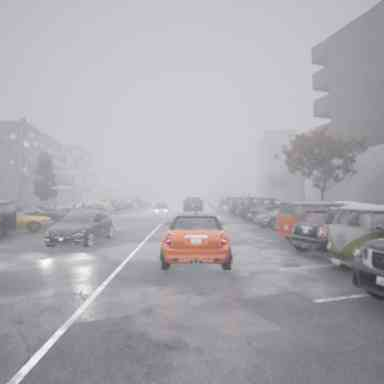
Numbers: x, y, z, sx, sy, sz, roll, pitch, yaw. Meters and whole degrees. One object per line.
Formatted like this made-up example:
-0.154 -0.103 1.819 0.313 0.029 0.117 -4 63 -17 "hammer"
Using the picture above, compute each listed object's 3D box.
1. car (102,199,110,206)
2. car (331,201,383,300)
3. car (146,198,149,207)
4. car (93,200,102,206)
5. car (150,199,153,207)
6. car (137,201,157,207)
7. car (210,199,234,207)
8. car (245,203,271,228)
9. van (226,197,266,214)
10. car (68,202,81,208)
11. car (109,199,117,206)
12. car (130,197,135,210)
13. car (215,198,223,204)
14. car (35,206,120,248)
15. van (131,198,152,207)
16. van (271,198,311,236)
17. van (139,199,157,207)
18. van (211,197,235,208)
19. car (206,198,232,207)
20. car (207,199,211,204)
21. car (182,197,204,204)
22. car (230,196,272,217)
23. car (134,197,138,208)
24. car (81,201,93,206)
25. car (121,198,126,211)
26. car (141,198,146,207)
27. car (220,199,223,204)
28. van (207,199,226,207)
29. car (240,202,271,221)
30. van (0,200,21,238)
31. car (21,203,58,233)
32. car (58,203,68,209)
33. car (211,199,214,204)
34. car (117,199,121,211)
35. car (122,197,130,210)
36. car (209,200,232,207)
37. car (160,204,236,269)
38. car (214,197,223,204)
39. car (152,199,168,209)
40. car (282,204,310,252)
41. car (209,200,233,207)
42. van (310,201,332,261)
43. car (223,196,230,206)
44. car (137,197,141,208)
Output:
-11.379 1.779 34.378 4.892 1.521 2.231 -1 0 -20 "car"
6.066 1.308 6.874 5.566 2.045 2.435 1 0 -19 "car"
-11.459 2.256 63.719 4.892 1.521 2.231 0 -1 -20 "car"
-11.361 1.753 31.446 4.892 1.521 2.231 -1 0 -20 "car"
-11.448 2.511 72.515 5.008 1.535 2.097 0 -2 -20 "car"
-11.351 2.968 84.249 4.792 1.488 2.163 0 -3 -20 "car"
6.333 2.299 69.850 4.553 1.767 2.185 1 -2 -20 "car"
6.365 1.688 21.898 4.892 1.521 2.231 1 0 -19 "car"
6.504 1.617 39.976 4.442 1.987 1.878 1 -1 -20 "van"
-11.289 1.729 25.584 4.792 1.488 2.163 -1 -1 -20 "car"
-11.399 1.804 37.315 5.008 1.535 2.097 -1 0 -20 "car"
-11.449 1.945 49.053 5.008 1.535 2.097 -1 -1 -20 "car"
6.203 1.866 42.862 5.366 1.575 1.946 1 -1 -20 "car"
-5.076 1.642 15.612 1.837 1.490 4.892 0 0 3 "car"
-11.541 2.384 75.415 4.442 1.987 1.878 0 -2 -20 "van"
6.375 1.412 15.933 4.442 1.987 1.878 1 -1 -19 "van"
-11.471 2.847 87.138 4.442 1.987 1.878 0 -3 -20 "van"
6.249 2.109 66.822 4.442 1.987 1.878 1 -2 -20 "van"
6.383 2.470 78.818 5.566 2.045 2.435 1 -2 -20 "car"
6.176 2.252 63.801 5.366 1.575 1.946 1 -1 -20 "car"
0.121 1.545 37.332 2.150 2.045 5.566 0 0 0 "car"
6.444 1.487 27.935 5.566 2.045 2.435 1 -1 -20 "car"
-11.468 1.997 51.984 5.008 1.535 2.097 -1 -1 -20 "car"
-11.350 1.726 28.511 5.008 1.535 2.097 -1 -1 -20 "car"
-11.439 1.904 43.189 4.674 1.452 2.002 -1 -1 -20 "car"
-11.498 1.863 57.842 5.566 2.045 2.435 -1 -1 -20 "car"
6.235 1.809 36.870 5.366 1.575 1.946 1 0 -20 "car"
6.329 2.725 84.777 4.442 1.987 1.878 1 -3 -19 "van"
6.415 1.743 24.918 4.792 1.488 2.163 1 -1 -19 "car"
-11.339 1.397 16.726 4.442 1.987 1.878 -1 0 -21 "van"
-11.084 1.643 19.769 5.366 1.575 1.946 -1 -1 -21 "car"
-11.297 1.674 22.639 5.008 1.535 2.097 -1 -1 -21 "car"
6.318 2.146 57.871 4.792 1.488 2.163 1 -1 -20 "car"
-11.393 1.707 40.258 4.553 1.767 2.185 -1 0 -20 "car"
-11.418 1.777 46.124 4.553 1.767 2.185 -1 0 -20 "car"
6.414 2.646 75.847 4.792 1.488 2.163 1 -2 -20 "car"
0.124 1.453 11.655 2.097 1.767 4.553 0 -1 0 "car"
6.394 1.658 45.934 5.566 2.045 2.435 1 -1 -20 "car"
-5.115 2.203 56.448 1.895 1.301 4.718 0 -1 0 "car"
6.178 1.485 12.879 4.553 1.767 2.185 1 -1 -19 "car"
6.368 2.557 72.843 4.674 1.452 2.002 1 -2 -20 "car"
6.042 1.357 9.844 4.442 1.987 1.878 1 0 -19 "van"
6.452 1.538 33.954 5.566 2.045 2.435 1 -1 -20 "car"
-11.640 2.049 54.856 5.366 1.575 1.946 0 -1 -20 "car"
